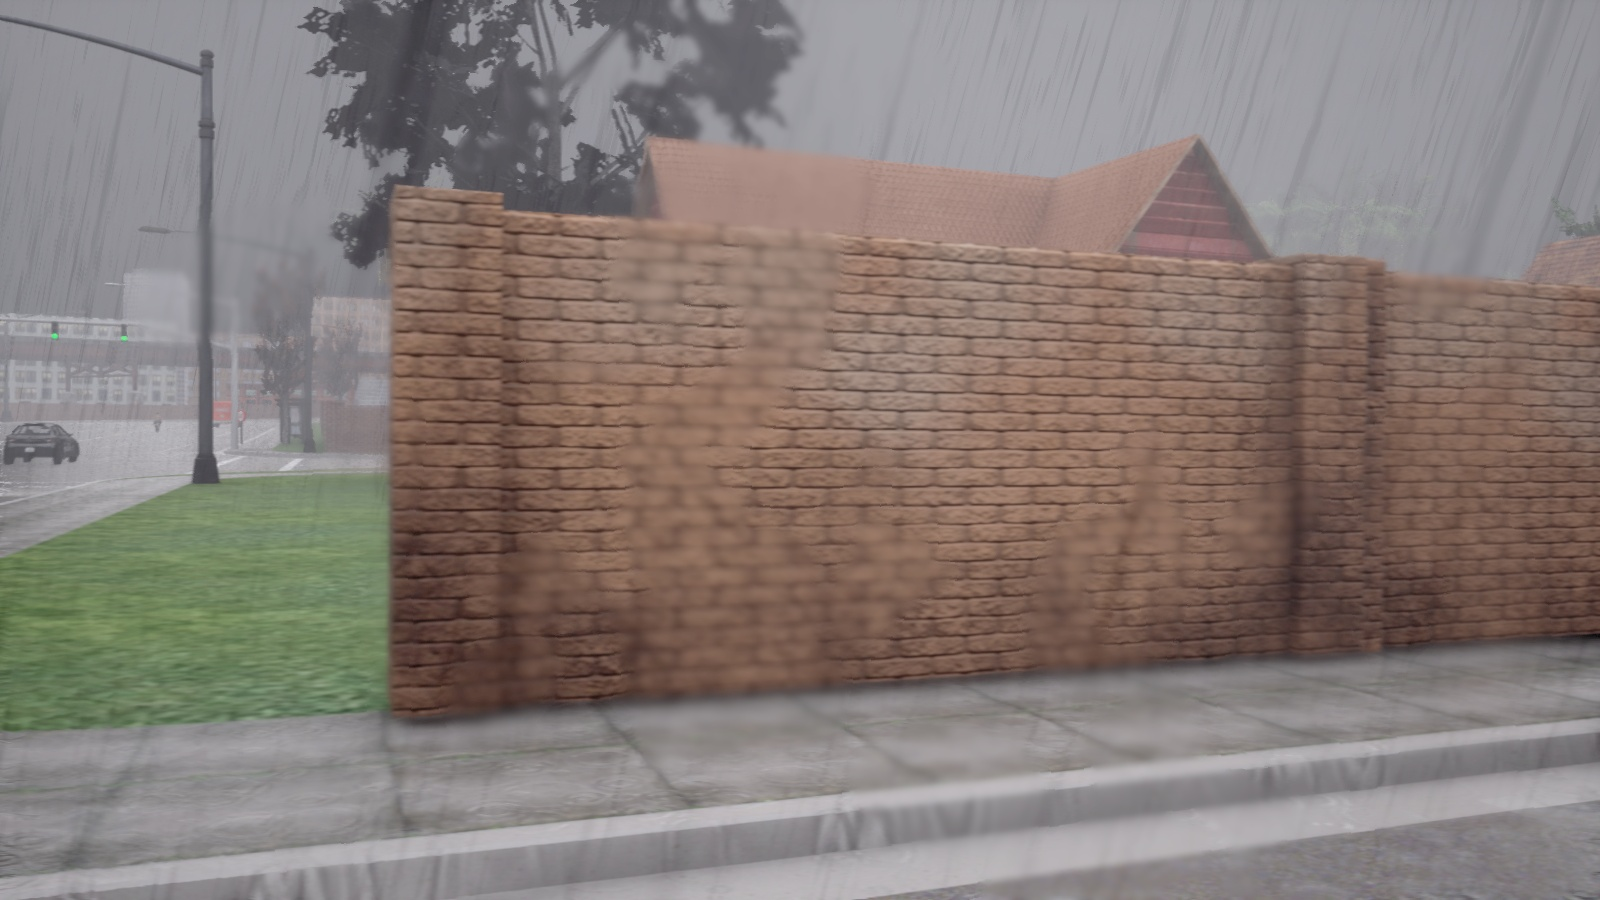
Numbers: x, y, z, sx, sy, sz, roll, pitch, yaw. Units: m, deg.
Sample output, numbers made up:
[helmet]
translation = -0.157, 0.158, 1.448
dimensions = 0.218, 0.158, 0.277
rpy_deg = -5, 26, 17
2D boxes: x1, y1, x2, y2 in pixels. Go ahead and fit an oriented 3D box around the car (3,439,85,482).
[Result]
[car]
translation = -27.592, 0.343, 45.958
dimensions = 1.816, 1.474, 4.193
rpy_deg = -1, 1, -20
